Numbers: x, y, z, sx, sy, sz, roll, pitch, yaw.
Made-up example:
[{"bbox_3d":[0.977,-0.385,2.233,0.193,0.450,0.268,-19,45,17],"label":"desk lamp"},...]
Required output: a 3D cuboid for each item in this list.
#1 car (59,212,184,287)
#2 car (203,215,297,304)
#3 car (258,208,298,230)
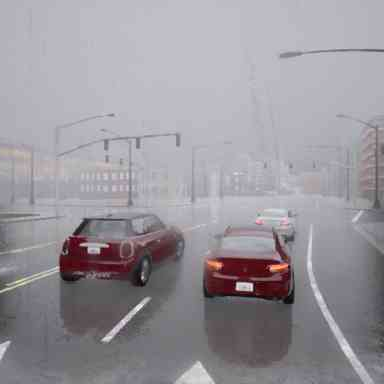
[{"bbox_3d":[-1.714,1.352,9.636,2.097,1.767,4.553,0,0,14],"label":"car"},{"bbox_3d":[1.465,1.526,8.175,1.812,1.442,4.674,0,0,13],"label":"car"},{"bbox_3d":[4.215,1.526,16.604,1.812,1.442,4.674,0,0,20],"label":"car"}]
